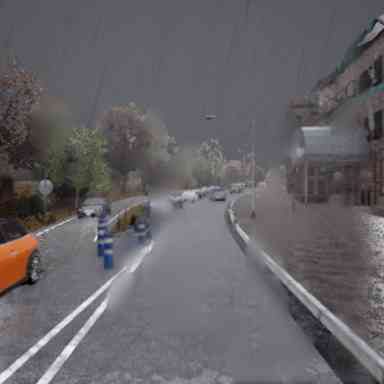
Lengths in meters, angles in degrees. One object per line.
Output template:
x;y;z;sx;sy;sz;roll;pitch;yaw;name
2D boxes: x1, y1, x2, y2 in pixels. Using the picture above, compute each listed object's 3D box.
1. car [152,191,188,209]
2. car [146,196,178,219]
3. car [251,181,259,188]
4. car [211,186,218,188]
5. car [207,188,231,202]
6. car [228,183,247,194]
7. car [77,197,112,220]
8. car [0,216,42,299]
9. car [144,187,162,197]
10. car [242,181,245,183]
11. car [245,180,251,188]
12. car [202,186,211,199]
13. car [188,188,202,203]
-2.111;1.043;33.296;2.097;1.535;5.008;1;3;9;car
-2.618;1.397;27.182;2.002;1.452;4.674;-2;2;4;car
14.637;-1.966;86.419;2.435;2.045;5.566;-3;2;28;car
2.327;-0.057;55.290;2.231;1.521;4.892;0;3;16;car
3.661;0.519;44.742;1.994;1.385;4.181;0;3;12;car
8.341;-0.411;62.183;2.033;1.411;5.357;0;3;19;car
-7.248;1.163;25.126;2.128;1.511;4.902;0;2;-5;car
-4.634;1.332;6.277;2.097;1.767;4.553;0;0;-4;car
-6.173;-0.050;53.809;2.033;1.411;5.357;0;3;9;car
9.766;-1.164;76.345;2.231;1.521;4.892;-3;2;25;car
12.112;-1.439;81.413;2.231;1.521;4.892;-3;2;26;car
0.937;0.245;49.760;2.097;1.535;5.008;0;3;14;car
-0.385;0.590;43.678;2.002;1.452;4.674;-1;3;12;car
